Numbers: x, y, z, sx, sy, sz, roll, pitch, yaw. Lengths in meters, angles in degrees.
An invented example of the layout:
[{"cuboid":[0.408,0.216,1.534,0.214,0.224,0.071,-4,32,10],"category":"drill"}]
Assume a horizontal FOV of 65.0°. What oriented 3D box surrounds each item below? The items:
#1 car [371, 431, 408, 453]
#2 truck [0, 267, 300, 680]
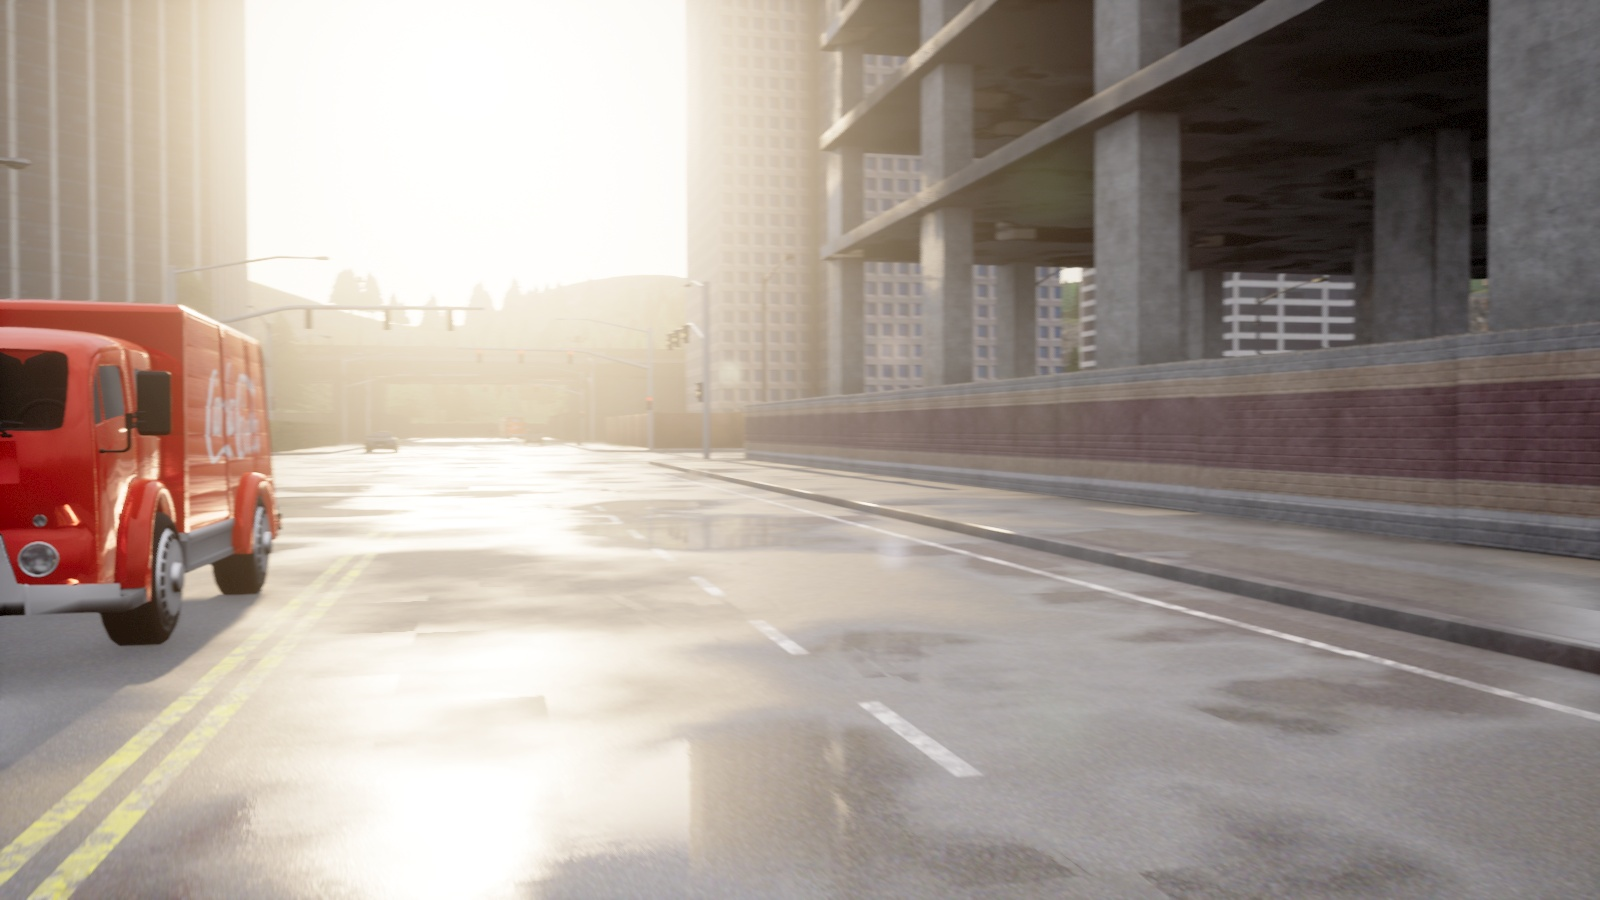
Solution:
[{"cuboid":[-26.699,-0.567,81.790,1.994,1.385,4.181,0,1,-14],"category":"car"},{"cuboid":[-5.760,0.102,9.934,2.627,2.467,5.204,0,1,-14],"category":"truck"}]
